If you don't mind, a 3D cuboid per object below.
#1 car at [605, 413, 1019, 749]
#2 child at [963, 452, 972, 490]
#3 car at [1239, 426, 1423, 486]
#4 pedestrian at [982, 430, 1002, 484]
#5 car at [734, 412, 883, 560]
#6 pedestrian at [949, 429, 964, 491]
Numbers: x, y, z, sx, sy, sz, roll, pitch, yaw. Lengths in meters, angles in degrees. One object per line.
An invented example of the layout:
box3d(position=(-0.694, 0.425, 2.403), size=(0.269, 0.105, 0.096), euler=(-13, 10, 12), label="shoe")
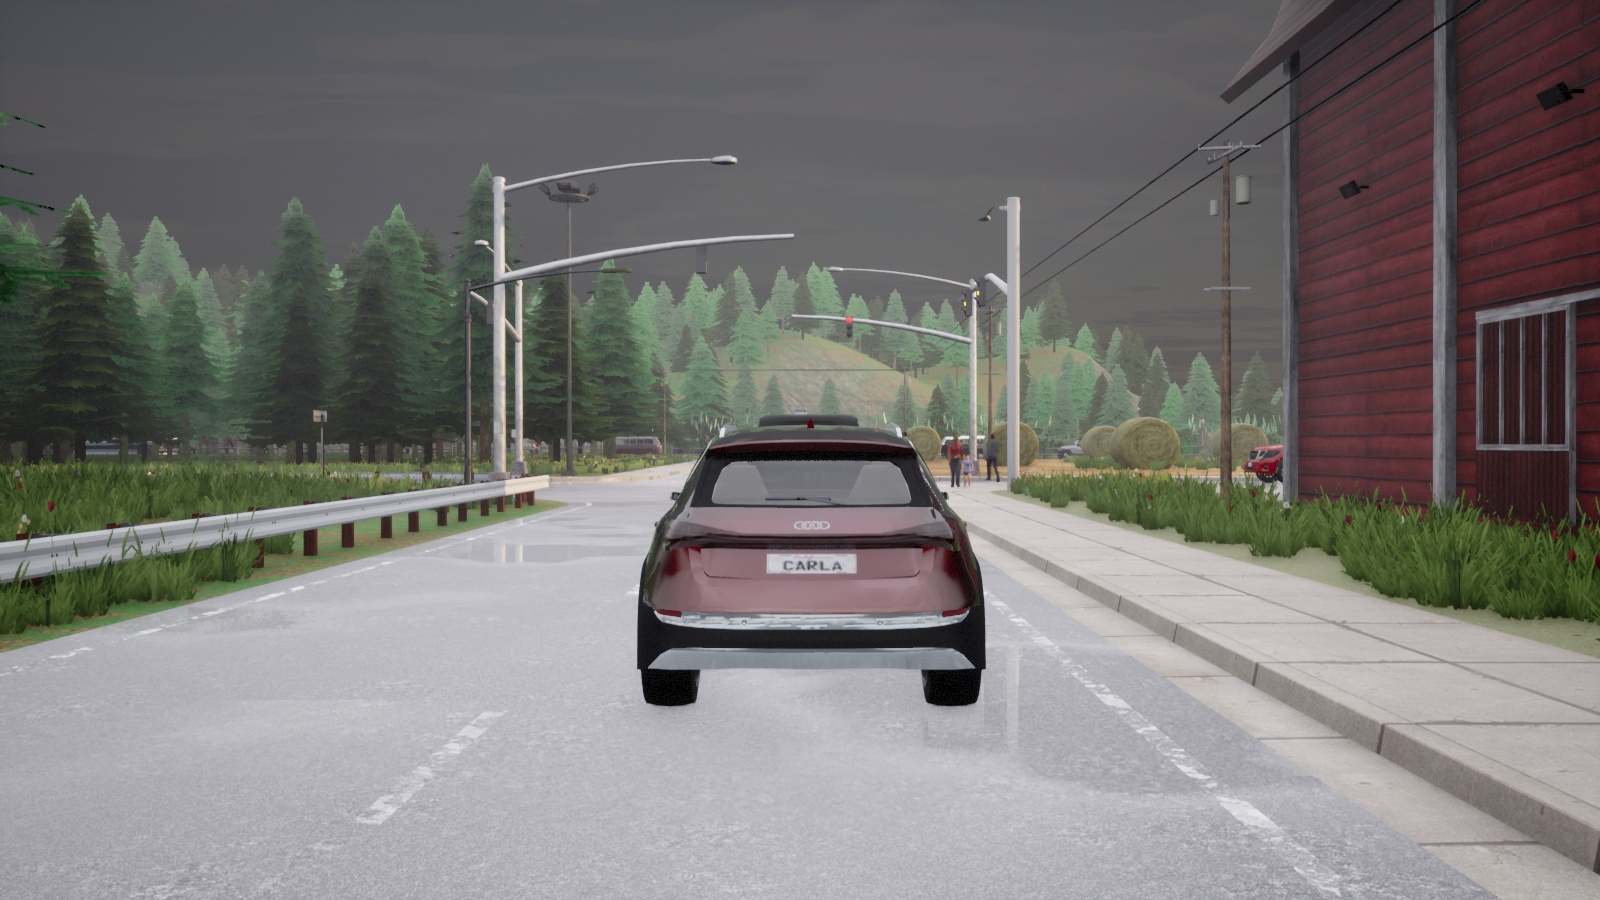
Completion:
box3d(position=(0.065, 0.628, 8.589), size=(2.033, 1.649, 4.856), euler=(0, 0, 0), label="car")
box3d(position=(4.983, 0.620, 37.388), size=(0.255, 1.110, 0.394), euler=(0, 0, 4), label="child")
box3d(position=(18.695, 0.199, 44.403), size=(5.566, 2.045, 2.150), euler=(0, 0, -1), label="car")
box3d(position=(7.093, 0.253, 46.416), size=(0.423, 1.949, 0.788), euler=(0, 0, -17), label="pedestrian")
box3d(position=(0.118, 0.442, 17.927), size=(1.905, 1.878, 3.866), euler=(0, 1, 0), label="car")
box3d(position=(4.743, 0.305, 38.012), size=(0.331, 1.846, 0.636), euler=(0, 0, -3), label="pedestrian")
